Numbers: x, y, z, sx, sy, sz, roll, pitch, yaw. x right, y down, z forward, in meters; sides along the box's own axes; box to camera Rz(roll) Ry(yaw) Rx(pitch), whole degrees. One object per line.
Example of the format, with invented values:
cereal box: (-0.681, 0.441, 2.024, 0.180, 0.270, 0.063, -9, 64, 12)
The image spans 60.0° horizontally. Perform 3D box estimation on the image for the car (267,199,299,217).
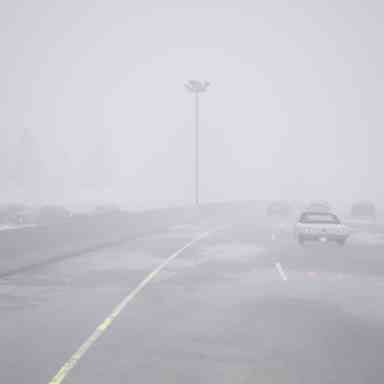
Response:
car: (8.504, 1.491, 31.887, 2.128, 1.511, 4.902, 0, 0, 26)

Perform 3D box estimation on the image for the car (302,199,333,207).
car: (11.775, 1.490, 30.602, 2.128, 1.511, 4.902, 0, 0, 26)

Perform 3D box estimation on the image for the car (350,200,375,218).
car: (15.525, 1.477, 30.289, 1.882, 1.535, 5.008, 0, 0, 27)

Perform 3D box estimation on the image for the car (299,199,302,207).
car: (12.929, 1.547, 40.679, 2.033, 1.411, 5.357, 0, 0, 28)

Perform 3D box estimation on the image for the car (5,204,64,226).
car: (-10.313, 1.564, 23.120, 1.994, 1.385, 4.181, 0, 0, 18)

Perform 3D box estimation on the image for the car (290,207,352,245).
car: (5.827, 1.601, 15.544, 1.895, 1.301, 4.718, 0, 0, 14)

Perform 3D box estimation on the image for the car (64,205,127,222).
car: (-6.561, 1.601, 23.597, 1.895, 1.301, 4.718, 0, 0, 18)

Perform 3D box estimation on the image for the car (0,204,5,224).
car: (-13.499, 1.564, 24.621, 1.994, 1.385, 4.181, 0, 0, 18)
